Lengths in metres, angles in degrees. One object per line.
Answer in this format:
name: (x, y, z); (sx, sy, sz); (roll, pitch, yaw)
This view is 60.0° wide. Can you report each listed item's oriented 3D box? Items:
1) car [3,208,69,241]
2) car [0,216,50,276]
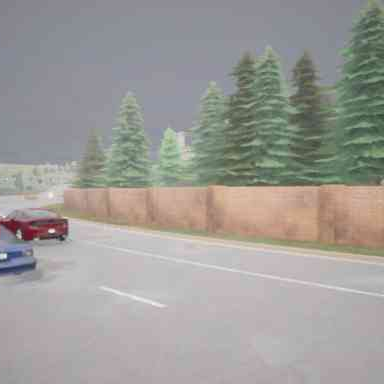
car: (-7.583, 1.473, 15.657); (1.882, 1.535, 5.008); (0, 0, -44)
car: (-6.278, 1.538, 9.411); (5.357, 1.411, 2.033); (0, 0, 43)
